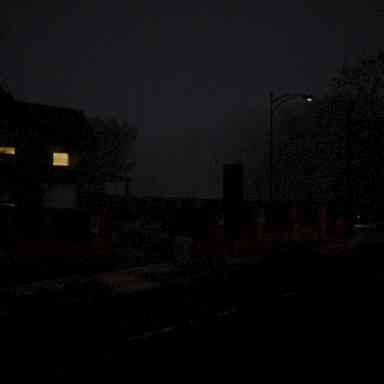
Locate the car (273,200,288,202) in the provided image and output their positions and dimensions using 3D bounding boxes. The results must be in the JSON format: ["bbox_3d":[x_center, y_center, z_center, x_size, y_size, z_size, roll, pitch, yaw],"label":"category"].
[{"bbox_3d":[8.609,1.485,33.555,1.994,1.385,4.181,0,0,-36],"label":"car"}]

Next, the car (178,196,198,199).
[{"bbox_3d":[-0.202,1.227,39.898,2.097,1.767,4.553,0,0,-36],"label":"car"}]

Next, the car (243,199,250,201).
[{"bbox_3d":[5.018,1.437,32.641,1.812,1.442,4.674,0,0,-36],"label":"car"}]

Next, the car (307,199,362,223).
[{"bbox_3d":[10.335,1.472,25.245,1.812,1.442,4.674,0,0,-36],"label":"car"}]

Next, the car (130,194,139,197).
[{"bbox_3d":[-12.462,1.241,68.438,2.128,1.511,4.902,0,0,-36],"label":"car"}]

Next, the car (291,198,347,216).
[{"bbox_3d":[12.666,1.426,33.481,2.128,1.511,4.902,0,0,-36],"label":"car"}]
